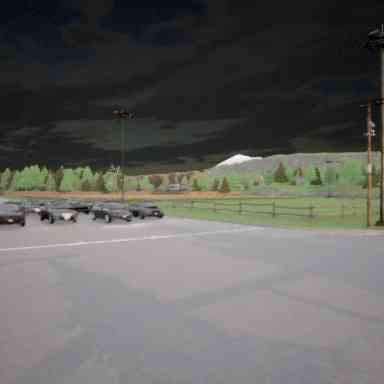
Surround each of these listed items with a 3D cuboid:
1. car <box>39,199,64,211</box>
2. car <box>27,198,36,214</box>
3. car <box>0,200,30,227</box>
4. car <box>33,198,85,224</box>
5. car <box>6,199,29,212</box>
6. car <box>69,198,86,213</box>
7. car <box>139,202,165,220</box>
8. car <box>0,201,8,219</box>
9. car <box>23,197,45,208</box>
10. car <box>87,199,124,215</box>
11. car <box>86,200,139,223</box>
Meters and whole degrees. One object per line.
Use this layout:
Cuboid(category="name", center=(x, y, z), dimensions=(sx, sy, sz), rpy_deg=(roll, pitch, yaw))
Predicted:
Cuboid(category="car", center=(-17.580, 1.607, 41.346), dimensions=(1.895, 1.301, 4.718), rpy_deg=(0, 0, -35))
Cuboid(category="car", center=(-15.373, 1.495, 32.241), dimensions=(2.128, 1.511, 4.902), rpy_deg=(0, 0, -36))
Cuboid(category="car", center=(-12.506, 1.479, 22.296), dimensions=(1.882, 1.535, 5.008), rpy_deg=(0, 0, -36))
Cuboid(category="car", center=(-9.975, 1.495, 24.771), dimensions=(2.128, 1.511, 4.902), rpy_deg=(0, 0, -36))
Cuboid(category="car", center=(-21.229, 1.604, 40.392), dimensions=(1.895, 1.301, 4.718), rpy_deg=(0, 0, -35))
Cuboid(category="car", center=(-11.622, 1.607, 33.028), dimensions=(1.895, 1.301, 4.718), rpy_deg=(0, 0, -36))
Cuboid(category="car", center=(-4.087, 1.573, 28.578), dimensions=(1.994, 1.385, 4.181), rpy_deg=(0, 0, -36))
Cuboid(category="car", center=(-17.775, 1.565, 29.582), dimensions=(1.994, 1.385, 4.181), rpy_deg=(0, 0, -36))
Cuboid(category="car", center=(-23.679, 1.553, 49.844), dimensions=(2.033, 1.411, 5.357), rpy_deg=(0, 0, -36))
Cuboid(category="car", center=(-9.487, 1.556, 36.078), dimensions=(2.033, 1.411, 5.357), rpy_deg=(0, 0, -36))
Cuboid(category="car", center=(-6.196, 1.511, 25.521), dimensions=(1.837, 1.490, 4.892), rpy_deg=(0, 0, -36))
